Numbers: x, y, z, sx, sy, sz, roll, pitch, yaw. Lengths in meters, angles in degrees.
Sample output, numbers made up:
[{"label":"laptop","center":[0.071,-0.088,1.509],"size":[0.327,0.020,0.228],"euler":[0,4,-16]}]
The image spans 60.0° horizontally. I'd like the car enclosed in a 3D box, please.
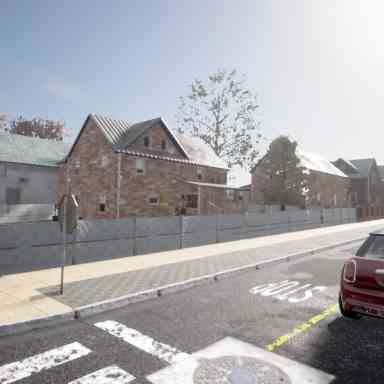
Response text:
[{"label":"car","center":[4.753,1.456,6.720],"size":[2.097,1.767,4.553],"euler":[-2,-2,44]}]
